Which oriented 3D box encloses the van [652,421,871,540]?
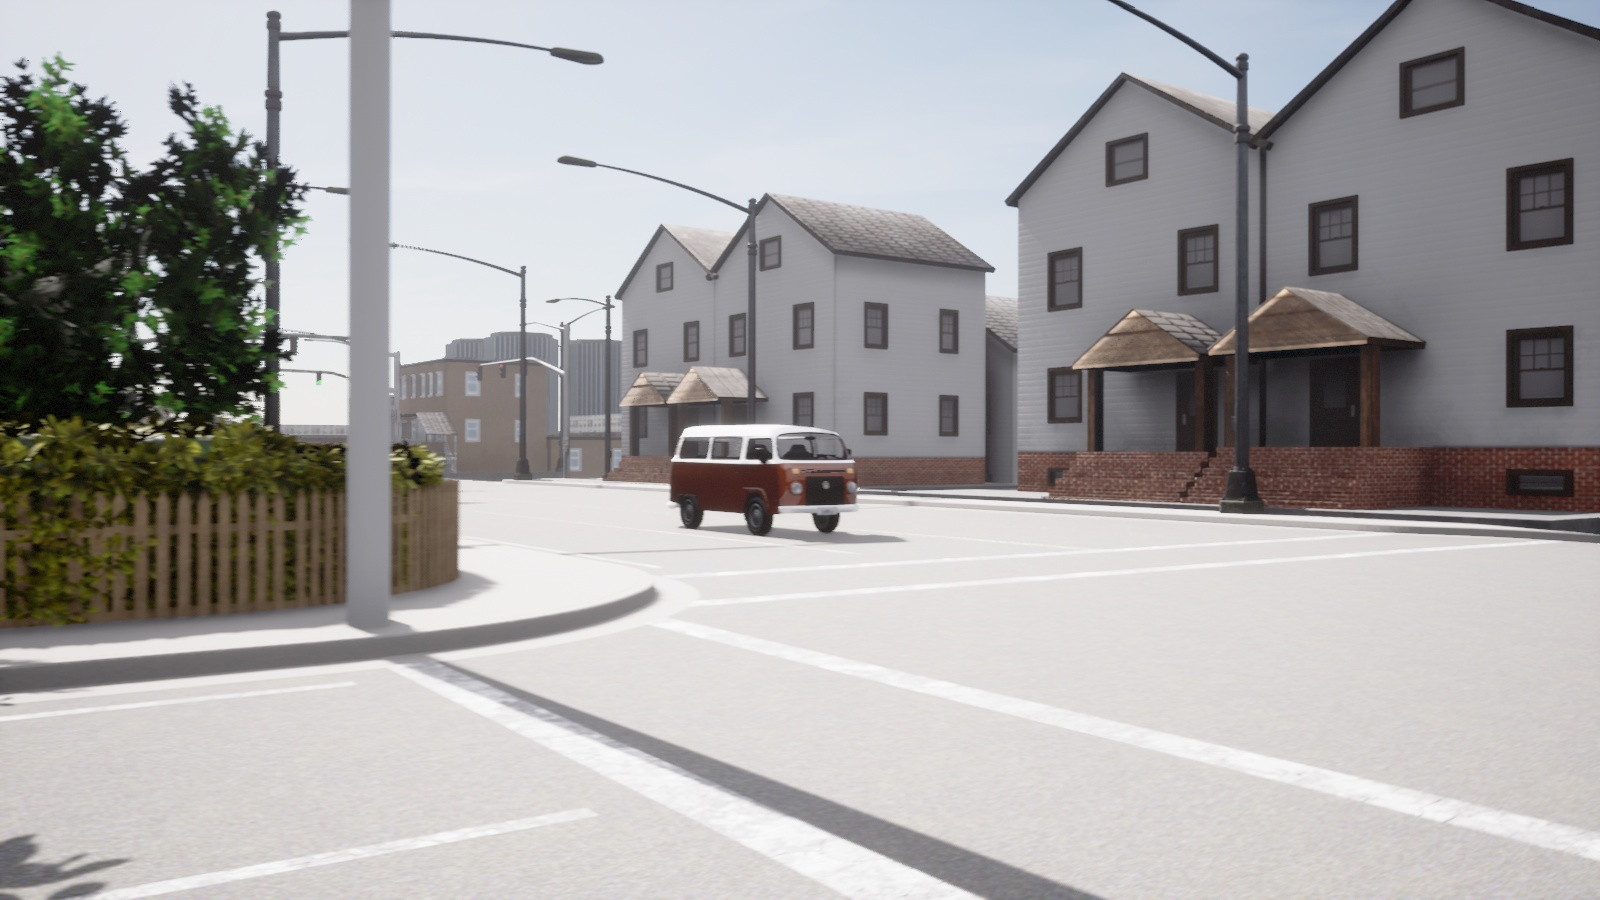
[{"bbox_3d":[-0.852,0.529,23.937,2.069,2.038,4.480,0,0,-35],"label":"van"}]
